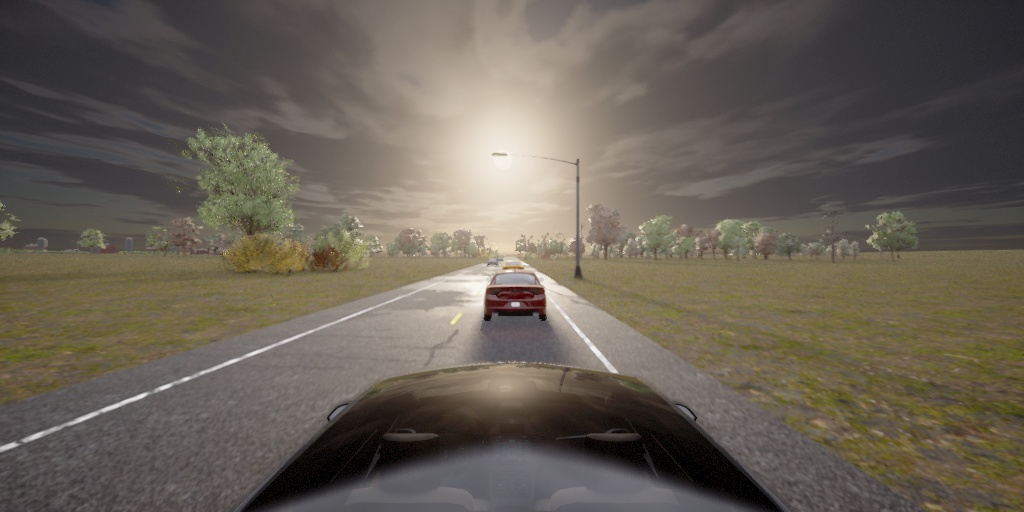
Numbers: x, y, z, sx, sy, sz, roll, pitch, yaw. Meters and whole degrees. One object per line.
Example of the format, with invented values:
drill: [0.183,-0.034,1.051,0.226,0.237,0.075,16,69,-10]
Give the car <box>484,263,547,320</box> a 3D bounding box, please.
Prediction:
car: [0.098,1.195,12.506,1.882,1.535,5.008,0,0,0]

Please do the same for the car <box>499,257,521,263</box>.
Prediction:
car: [0.096,1.138,30.816,1.882,1.535,5.008,0,0,0]
